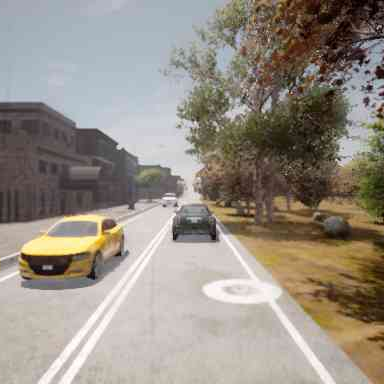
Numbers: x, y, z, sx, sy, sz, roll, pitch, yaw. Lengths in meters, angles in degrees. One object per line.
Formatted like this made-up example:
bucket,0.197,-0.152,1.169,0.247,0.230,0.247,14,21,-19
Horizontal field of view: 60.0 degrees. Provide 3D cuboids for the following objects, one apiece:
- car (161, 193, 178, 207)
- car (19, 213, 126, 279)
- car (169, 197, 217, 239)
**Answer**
car,-3.304,1.202,49.764,2.150,2.045,5.566,0,0,0
car,-3.347,1.478,10.205,1.882,1.535,5.008,0,0,0
car,0.109,1.352,17.422,2.097,1.767,4.553,0,0,0
